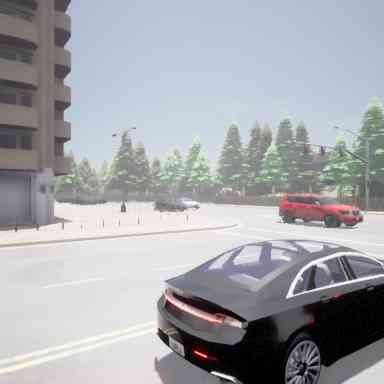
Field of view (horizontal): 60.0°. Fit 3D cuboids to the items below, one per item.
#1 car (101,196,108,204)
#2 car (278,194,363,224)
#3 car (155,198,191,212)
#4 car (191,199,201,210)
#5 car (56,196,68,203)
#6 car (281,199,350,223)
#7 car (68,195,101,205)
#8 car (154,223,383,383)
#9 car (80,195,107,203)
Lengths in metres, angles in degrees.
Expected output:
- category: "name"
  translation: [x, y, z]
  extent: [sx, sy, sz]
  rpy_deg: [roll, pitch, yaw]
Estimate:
- category: "car"
  translation: [-17.108, 1.546, 58.695]
  extent: [4.718, 1.301, 1.895]
  rpy_deg: [0, 0, 31]
- category: "car"
  translation: [8.342, 1.182, 22.180]
  extent: [2.150, 2.045, 5.566]
  rpy_deg: [0, 1, -34]
- category: "car"
  translation: [-2.488, 1.449, 37.791]
  extent: [1.837, 1.490, 4.892]
  rpy_deg: [0, 0, -35]
- category: "car"
  translation: [-0.810, 1.470, 41.483]
  extent: [1.812, 1.442, 4.674]
  rpy_deg: [0, 0, -35]
- category: "car"
  translation: [-24.057, 1.492, 65.558]
  extent: [5.357, 1.411, 2.033]
  rpy_deg: [0, 0, 15]
- category: "car"
  translation: [9.657, 1.422, 26.440]
  extent: [1.882, 1.535, 5.008]
  rpy_deg: [0, 0, -35]
- category: "car"
  translation: [-17.783, 1.451, 54.965]
  extent: [4.892, 1.490, 1.837]
  rpy_deg: [0, 0, 33]
- category: "car"
  translation: [1.810, 1.492, 5.077]
  extent: [4.902, 1.511, 2.128]
  rpy_deg: [0, 0, -35]
- category: "car"
  translation: [-20.007, 1.447, 67.747]
  extent: [4.902, 1.511, 2.128]
  rpy_deg: [0, 0, 18]
